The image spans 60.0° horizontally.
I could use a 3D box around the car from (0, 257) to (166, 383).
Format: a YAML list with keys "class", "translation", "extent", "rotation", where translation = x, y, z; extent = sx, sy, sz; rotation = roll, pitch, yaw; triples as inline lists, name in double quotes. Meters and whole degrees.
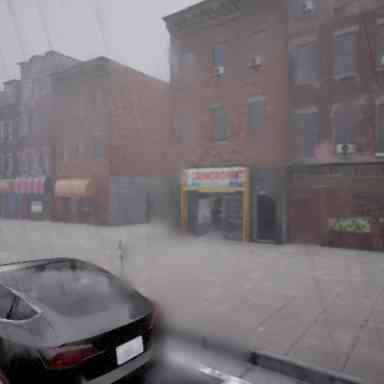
- class: "car"
  translation: [-2.291, 1.569, 4.439]
  extent: [4.313, 1.339, 1.947]
  rotation: [0, 0, 36]
